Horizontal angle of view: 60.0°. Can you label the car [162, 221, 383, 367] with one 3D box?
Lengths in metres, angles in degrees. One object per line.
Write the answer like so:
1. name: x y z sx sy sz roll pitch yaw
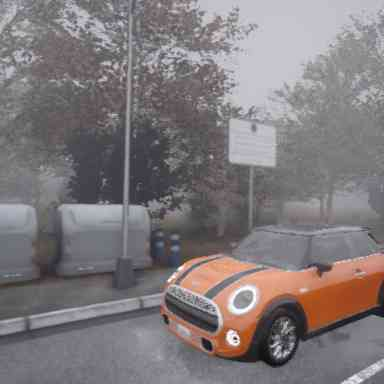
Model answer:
1. car: 1.731 1.389 5.939 4.553 1.767 2.097 1 -1 -35
